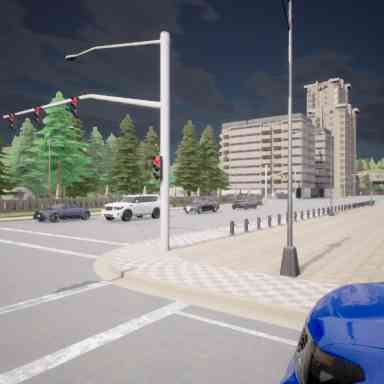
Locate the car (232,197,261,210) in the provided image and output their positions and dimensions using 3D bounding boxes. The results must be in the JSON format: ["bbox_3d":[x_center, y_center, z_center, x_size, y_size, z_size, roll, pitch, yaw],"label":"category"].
[{"bbox_3d":[6.884,1.564,43.426,1.994,1.385,4.181,0,0,36],"label":"car"}]

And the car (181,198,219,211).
[{"bbox_3d":[1.126,1.547,41.405,2.033,1.411,5.357,0,0,36],"label":"car"}]

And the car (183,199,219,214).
[{"bbox_3d":[1.058,1.491,35.283,2.128,1.511,4.902,0,0,36],"label":"car"}]

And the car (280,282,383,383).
[{"bbox_3d":[3.299,1.222,1.613,5.566,2.045,2.150,0,0,36],"label":"car"}]

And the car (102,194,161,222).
[{"bbox_3d":[-4.706,1.221,27.203,2.150,2.045,5.566,0,0,35],"label":"car"}]

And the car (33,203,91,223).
[{"bbox_3d":[-9.999,1.564,25.809,1.994,1.385,4.181,0,0,35],"label":"car"}]
